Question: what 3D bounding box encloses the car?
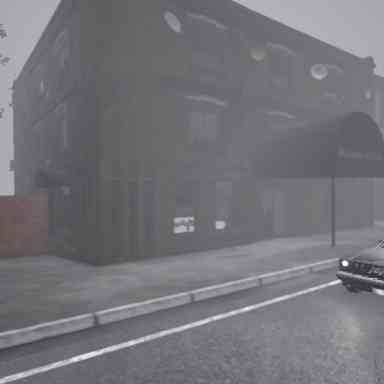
[{"bbox_3d":[5.296,1.530,7.476,4.718,1.301,1.895,-1,0,-36],"label":"car"}]
